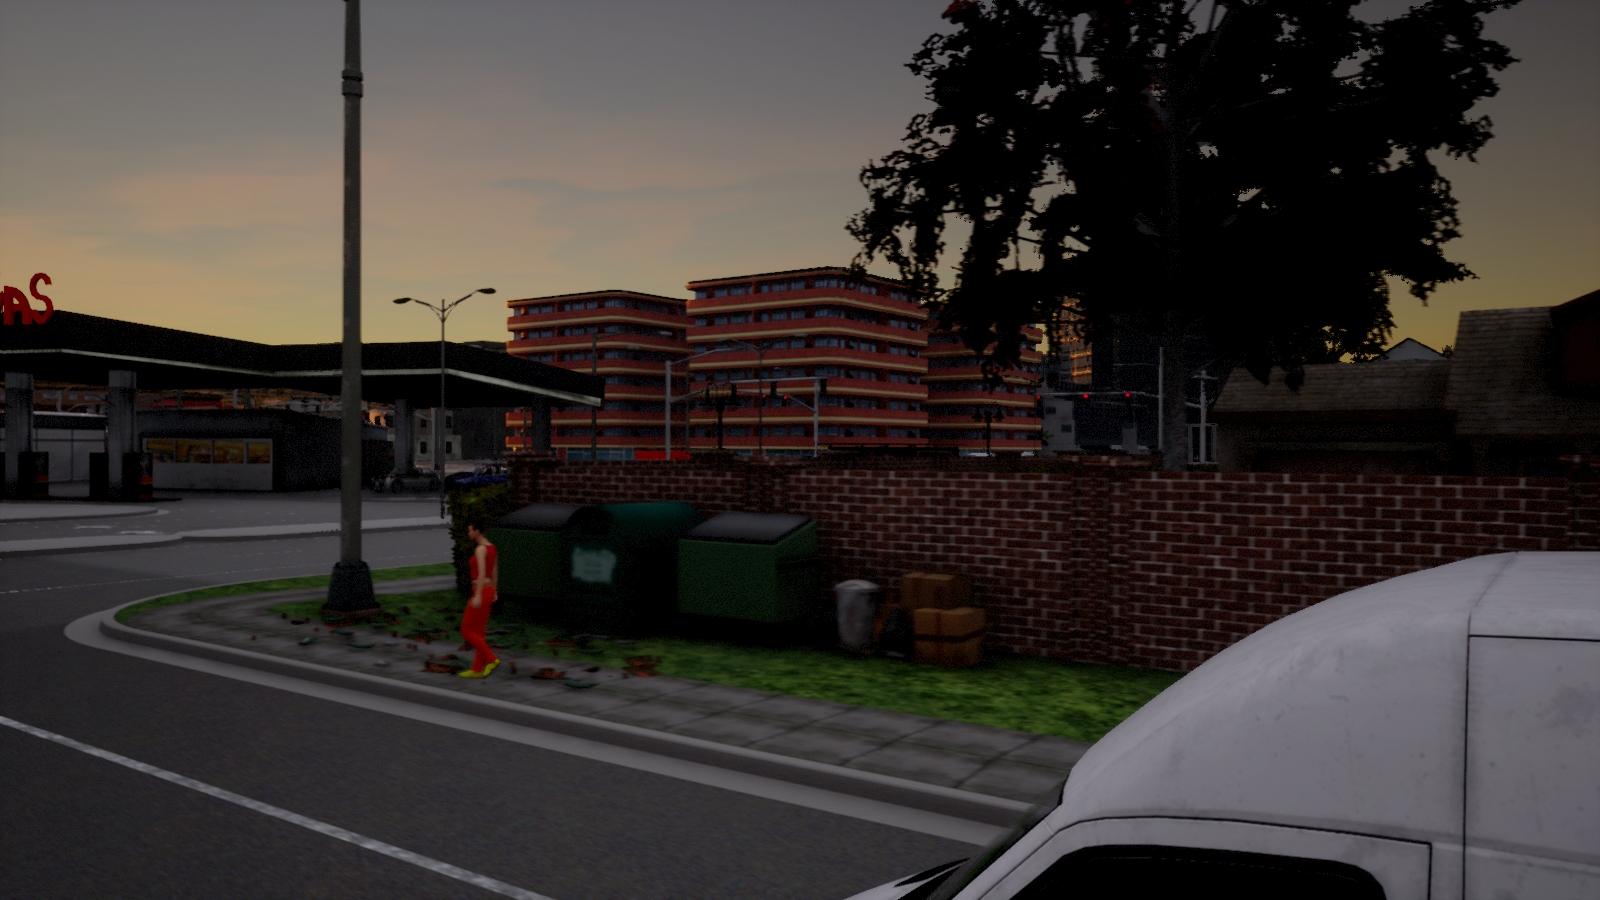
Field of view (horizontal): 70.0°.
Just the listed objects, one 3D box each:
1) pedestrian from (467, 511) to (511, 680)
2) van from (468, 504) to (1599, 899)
[{"bbox_3d":[-3.528,1.637,12.969,0.375,1.860,0.375,0,0,3],"label":"pedestrian"},{"bbox_3d":[2.056,1.514,2.340,5.915,2.561,1.988,0,0,35],"label":"van"}]
